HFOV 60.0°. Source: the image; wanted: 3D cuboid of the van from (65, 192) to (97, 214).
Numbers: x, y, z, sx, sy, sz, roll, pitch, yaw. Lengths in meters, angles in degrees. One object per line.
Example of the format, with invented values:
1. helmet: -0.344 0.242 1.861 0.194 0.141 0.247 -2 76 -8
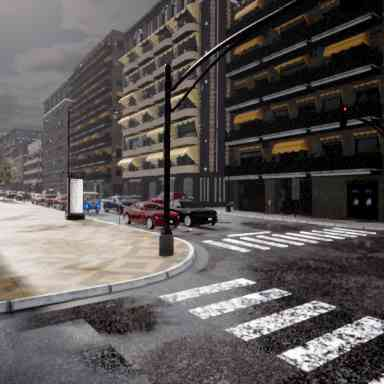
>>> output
1. van: -9.064 0.881 28.223 1.690 1.788 3.998 2 0 -36

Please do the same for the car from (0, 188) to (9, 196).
1. car: -42.413 -0.022 73.913 2.192 1.841 5.009 2 0 -36

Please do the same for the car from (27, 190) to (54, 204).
1. car: -18.975 0.805 41.793 1.752 1.417 4.829 2 0 -36

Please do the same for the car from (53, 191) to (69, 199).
1. car: -25.751 0.529 65.291 1.752 1.417 4.829 2 0 -36

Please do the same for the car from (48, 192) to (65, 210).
1. car: -12.405 0.997 32.793 1.887 1.381 4.507 2 0 -36

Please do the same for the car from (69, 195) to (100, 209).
1. car: -11.819 1.039 36.374 1.895 1.301 4.718 1 0 -36

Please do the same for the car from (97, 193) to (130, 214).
1. car: -5.997 1.083 28.388 2.128 1.511 4.902 1 0 -36

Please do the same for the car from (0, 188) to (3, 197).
1. car: -39.085 0.301 69.344 2.008 1.369 4.403 2 0 -36

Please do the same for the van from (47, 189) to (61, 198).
1. van: -28.980 0.260 69.722 1.690 1.788 3.998 2 0 -36

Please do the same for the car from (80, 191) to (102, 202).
1. car: -15.643 0.710 51.446 1.967 1.590 4.097 2 0 -36

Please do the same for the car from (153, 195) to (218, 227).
1. car: -0.412 1.216 20.728 1.882 1.535 5.008 1 0 -35

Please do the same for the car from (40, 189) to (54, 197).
1. car: -32.318 0.271 74.291 1.967 1.590 4.097 2 0 -36

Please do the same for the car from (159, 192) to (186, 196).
1. car: -2.300 0.936 33.170 2.192 1.841 5.009 2 0 -36

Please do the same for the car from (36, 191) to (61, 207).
1. car: -15.740 0.909 37.361 1.887 1.381 4.507 2 0 -36

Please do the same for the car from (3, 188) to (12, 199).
1. car: -32.415 0.470 60.206 1.887 1.381 4.507 2 0 -36

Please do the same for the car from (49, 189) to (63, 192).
1. car: -20.846 0.550 48.900 2.097 1.767 4.553 1 1 -36

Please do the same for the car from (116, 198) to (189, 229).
1. car: -2.401 1.261 19.085 1.887 1.381 4.507 2 0 -36

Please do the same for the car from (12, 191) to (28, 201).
1. car: -25.742 0.541 51.068 1.967 1.590 4.097 2 0 -36
